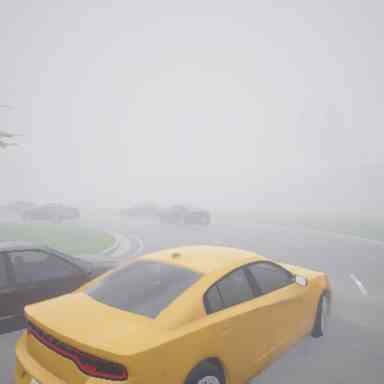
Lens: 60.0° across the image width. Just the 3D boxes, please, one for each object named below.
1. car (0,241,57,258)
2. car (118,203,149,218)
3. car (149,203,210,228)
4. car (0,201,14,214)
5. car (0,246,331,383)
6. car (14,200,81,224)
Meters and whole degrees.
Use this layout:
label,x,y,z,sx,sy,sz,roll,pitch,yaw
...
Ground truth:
label,x,y,z,sx,sy,sz,roll,pitch,yaw
car,-3.166,1.574,5.666,5.357,1.411,2.033,1,0,-44
car,-4.277,1.752,31.074,5.357,1.411,2.033,0,-1,26
car,-0.800,1.646,23.784,1.882,1.535,5.008,1,-1,-38
car,-19.041,1.688,36.942,4.892,1.490,1.837,0,0,24
car,0.336,1.513,4.643,1.882,1.535,5.008,1,0,41
car,-11.098,1.631,26.144,4.902,1.511,2.128,0,-1,22
